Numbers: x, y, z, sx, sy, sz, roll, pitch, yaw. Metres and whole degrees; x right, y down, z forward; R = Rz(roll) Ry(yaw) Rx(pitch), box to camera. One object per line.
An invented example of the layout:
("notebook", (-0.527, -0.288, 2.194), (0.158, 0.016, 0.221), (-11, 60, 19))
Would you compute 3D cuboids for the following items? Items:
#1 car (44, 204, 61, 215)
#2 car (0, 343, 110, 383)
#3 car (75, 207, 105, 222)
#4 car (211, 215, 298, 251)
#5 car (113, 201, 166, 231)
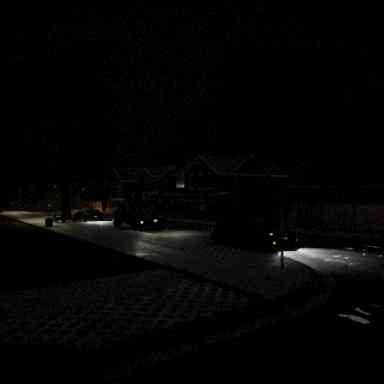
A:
("car", (-19.292, 2.306, 46.463), (1.994, 1.385, 4.181), (0, -1, -36))
("car", (-2.274, 1.563, 1.319), (4.181, 1.385, 1.994), (0, 0, -36))
("car", (-10.471, 2.245, 33.996), (1.994, 1.385, 4.181), (0, -1, -35))
("car", (2.757, 1.794, 15.487), (1.994, 1.385, 4.181), (0, -1, -36))
("car", (-4.111, 1.694, 25.086), (2.150, 2.045, 5.566), (0, -1, -36))
